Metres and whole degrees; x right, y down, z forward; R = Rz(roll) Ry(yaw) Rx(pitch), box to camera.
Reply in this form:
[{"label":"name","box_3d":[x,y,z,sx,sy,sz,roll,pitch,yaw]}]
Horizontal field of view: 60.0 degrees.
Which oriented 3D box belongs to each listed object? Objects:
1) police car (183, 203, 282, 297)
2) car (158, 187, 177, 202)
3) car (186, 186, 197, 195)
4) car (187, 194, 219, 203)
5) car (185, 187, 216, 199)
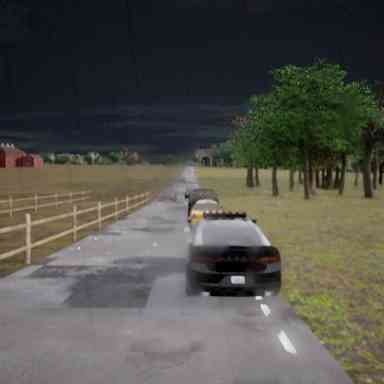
[{"label":"police car","box_3d":[0.808,1.305,8.481,1.930,1.638,5.238,0,1,0]},{"label":"car","box_3d":[-2.928,0.274,40.372,2.097,1.767,4.553,0,2,0]},{"label":"car","box_3d":[-0.117,-0.306,58.966,1.895,1.301,4.718,0,3,0]},{"label":"car","box_3d":[0.788,1.118,18.556,1.801,1.575,5.366,0,2,0]},{"label":"car","box_3d":[0.776,0.723,24.386,2.150,2.045,5.566,0,2,0]}]
